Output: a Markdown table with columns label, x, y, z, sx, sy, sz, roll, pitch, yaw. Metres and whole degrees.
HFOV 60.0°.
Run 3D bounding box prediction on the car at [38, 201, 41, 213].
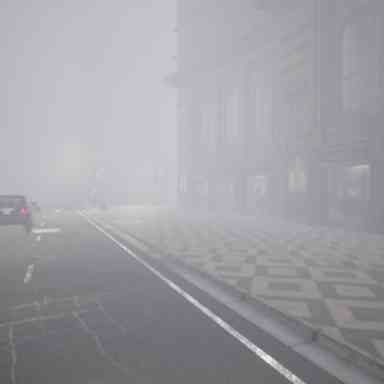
| label | x | y | z | sx | sy | sz | roll | pitch | yaw |
| --- | --- | --- | --- | --- | --- | --- | --- | --- | --- |
| car | -17.157 | 1.481 | 35.363 | 1.994 | 1.385 | 4.181 | 0 | 0 | -23 |

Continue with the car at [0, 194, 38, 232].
| label | x | y | z | sx | sy | sz | roll | pitch | yaw |
| --- | --- | --- | --- | --- | --- | --- | --- | --- | --- |
| car | -10.419 | 1.165 | 19.363 | 2.150 | 2.045 | 5.566 | 0 | -1 | -23 |
